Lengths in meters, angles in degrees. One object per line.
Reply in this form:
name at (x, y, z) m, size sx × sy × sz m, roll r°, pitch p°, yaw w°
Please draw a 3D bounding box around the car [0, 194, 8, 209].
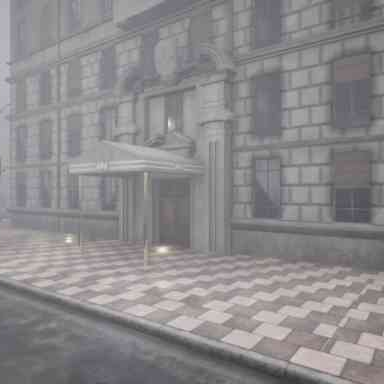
car at (-26.766, 1.221, 42.717) m, size 2.150 × 2.045 × 5.566 m, roll 0°, pitch 0°, yaw 35°
